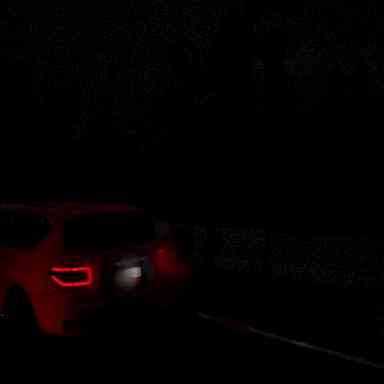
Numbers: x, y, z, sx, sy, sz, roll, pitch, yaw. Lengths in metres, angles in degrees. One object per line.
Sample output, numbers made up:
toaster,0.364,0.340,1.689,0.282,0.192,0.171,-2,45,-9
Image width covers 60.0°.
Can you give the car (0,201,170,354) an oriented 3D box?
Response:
car,-2.907,1.183,6.326,5.566,2.045,2.150,1,1,39
